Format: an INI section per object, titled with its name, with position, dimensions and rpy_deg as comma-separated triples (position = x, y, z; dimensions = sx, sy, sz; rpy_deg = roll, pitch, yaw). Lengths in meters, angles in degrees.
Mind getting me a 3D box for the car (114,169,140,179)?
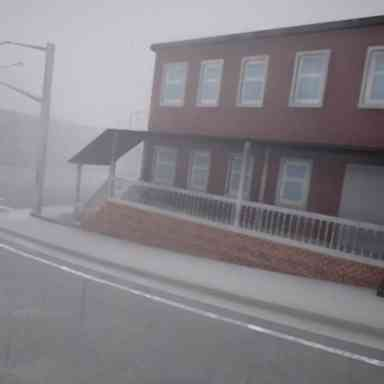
[car]
position = -9.244, -2.640, 47.625
dimensions = 1.994, 1.385, 4.181
rpy_deg = 11, 6, 35
